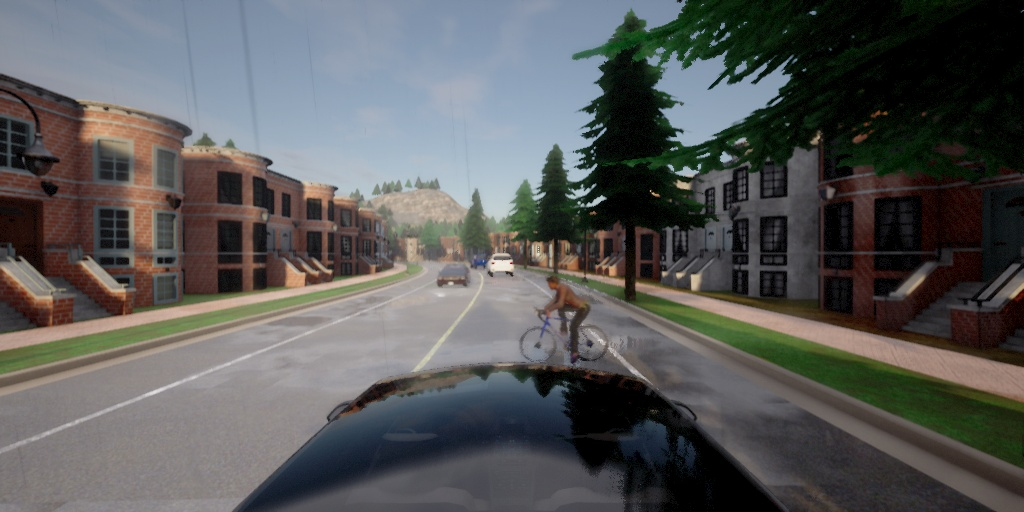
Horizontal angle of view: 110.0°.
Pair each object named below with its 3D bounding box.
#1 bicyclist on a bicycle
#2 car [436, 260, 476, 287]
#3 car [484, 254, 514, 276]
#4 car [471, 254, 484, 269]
[{"bbox_3d":[0.949,1.181,6.654,1.656,1.620,0.582,-2,0,0],"label":"bicyclist on a bicycle"},{"bbox_3d":[-3.712,1.209,23.674,2.033,1.411,5.357,0,0,-3],"label":"car"},{"bbox_3d":[-1.199,0.837,34.262,2.150,2.045,5.566,0,0,-8],"label":"car"},{"bbox_3d":[-4.529,0.772,51.140,2.150,2.045,5.566,0,0,-15],"label":"car"}]
